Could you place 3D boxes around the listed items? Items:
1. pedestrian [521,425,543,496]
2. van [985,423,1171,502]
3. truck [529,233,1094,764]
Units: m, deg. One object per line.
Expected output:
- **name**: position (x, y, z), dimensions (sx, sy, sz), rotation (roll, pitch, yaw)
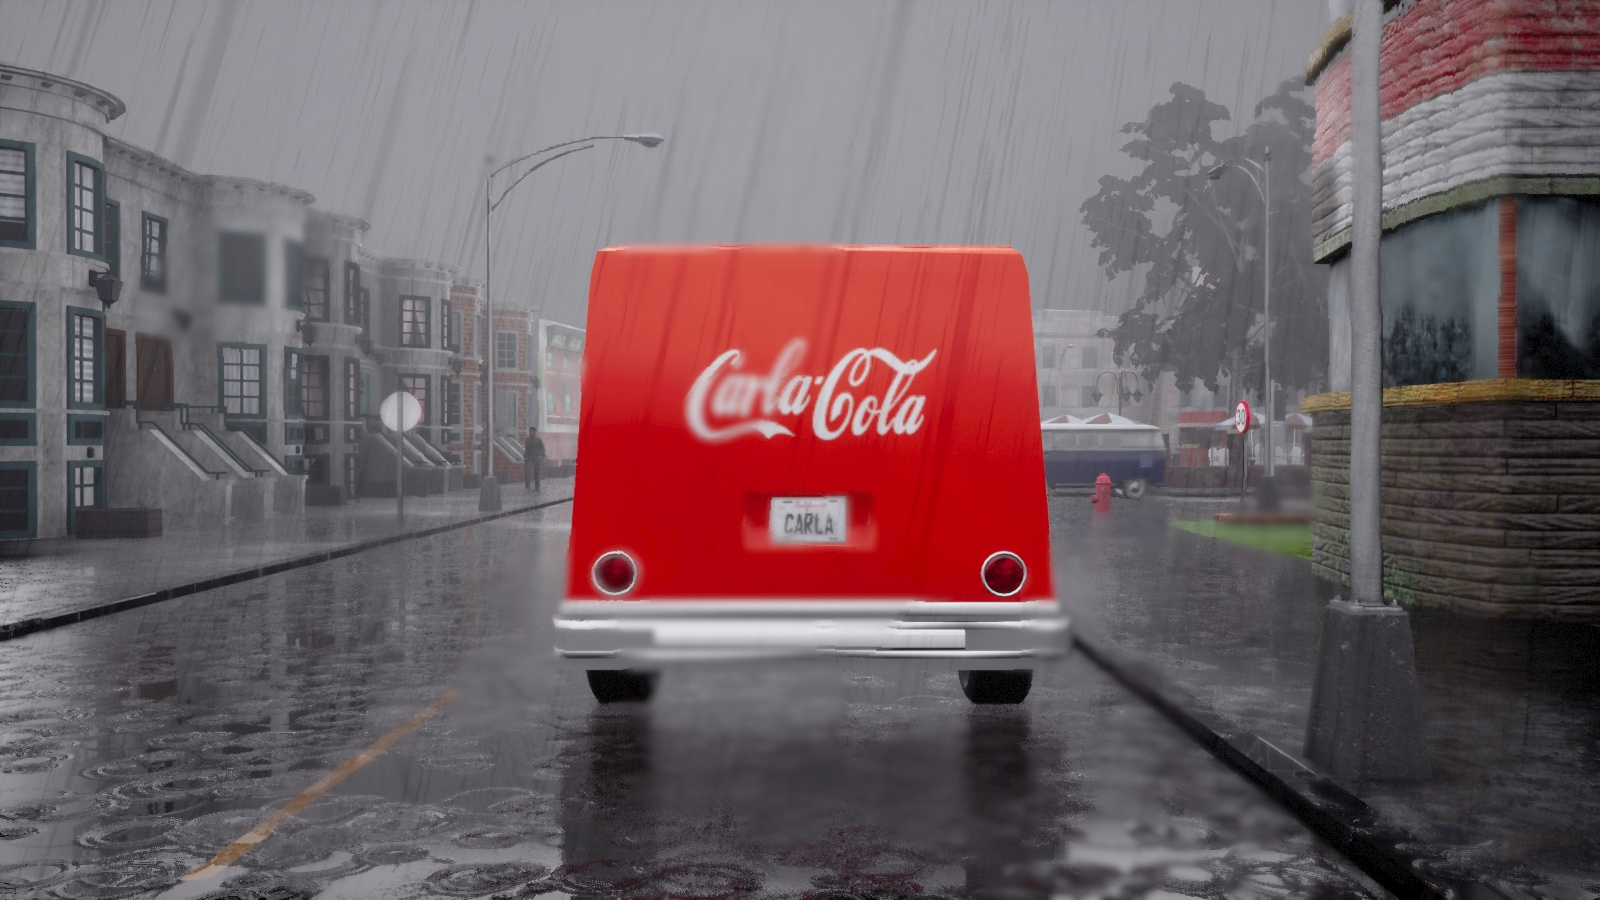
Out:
- **pedestrian**: position (-7.044, 0.264, 33.008), dimensions (0.353, 1.847, 0.614), rotation (0, 0, 10)
- **van**: position (7.138, 0.321, 32.541), dimensions (4.442, 1.987, 1.775), rotation (0, 0, 0)
- **truck**: position (0.065, 0.212, 8.449), dimensions (2.627, 2.467, 5.204), rotation (0, 0, 0)
